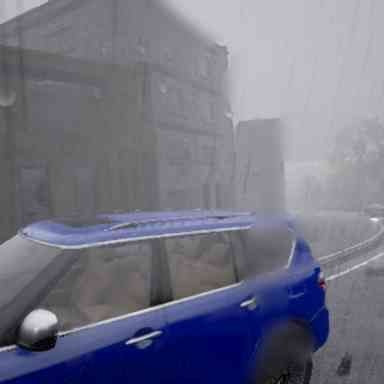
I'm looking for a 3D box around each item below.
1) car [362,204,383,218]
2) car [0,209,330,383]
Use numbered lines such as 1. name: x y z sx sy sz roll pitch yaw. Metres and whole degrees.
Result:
1. car: 21.842 2.220 39.713 1.837 1.490 4.892 -3 -3 11
2. car: -0.887 1.244 3.260 5.566 2.045 2.150 0 0 -37
